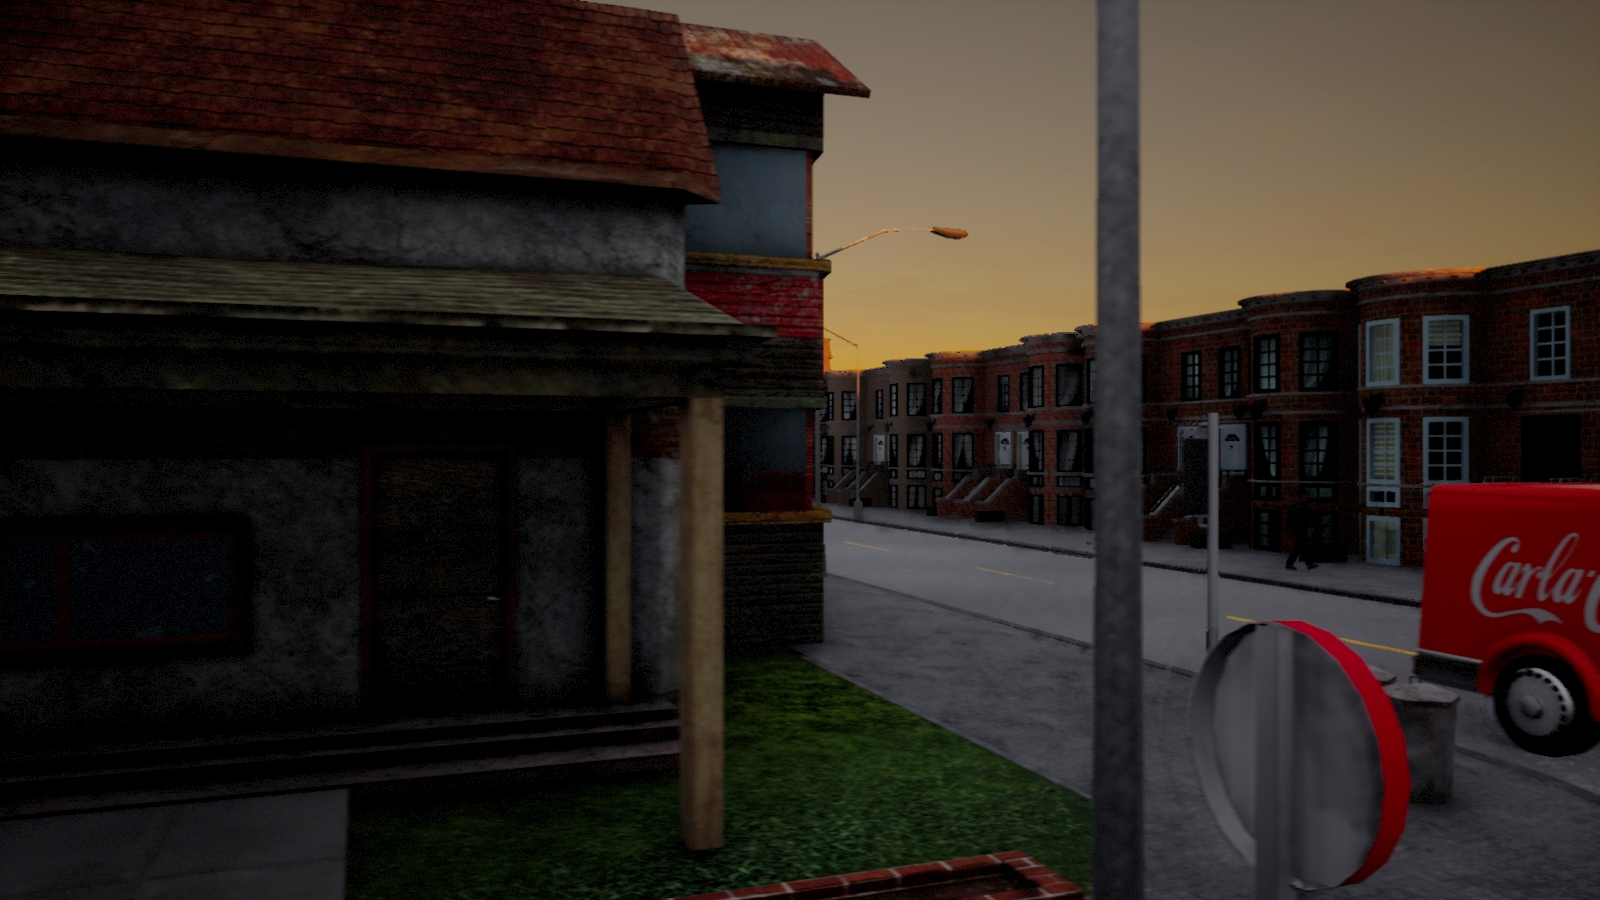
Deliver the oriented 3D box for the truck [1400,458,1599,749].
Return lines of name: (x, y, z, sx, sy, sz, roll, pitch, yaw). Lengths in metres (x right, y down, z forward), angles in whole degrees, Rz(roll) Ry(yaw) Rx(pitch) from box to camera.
truck: (8.319, 1.342, 9.777, 2.627, 2.467, 5.204, 0, 0, -20)

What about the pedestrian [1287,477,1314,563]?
pedestrian: (10.993, 1.524, 25.097, 0.375, 1.860, 0.375, 0, 0, -20)
